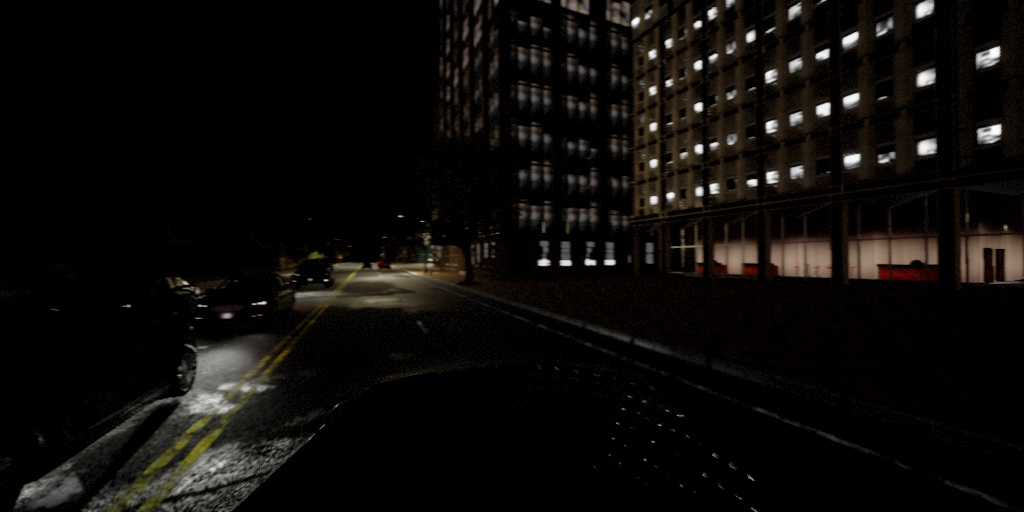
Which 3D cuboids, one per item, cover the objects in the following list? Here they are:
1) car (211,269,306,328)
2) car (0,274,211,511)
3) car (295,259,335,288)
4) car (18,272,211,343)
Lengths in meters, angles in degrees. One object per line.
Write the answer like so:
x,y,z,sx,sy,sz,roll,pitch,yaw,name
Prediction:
-8.513,1.354,11.840,2.128,1.511,4.902,0,0,-22,car
-5.101,1.134,3.370,2.097,1.767,4.553,0,-1,-22,car
-14.187,1.221,25.971,2.150,2.045,5.566,0,-1,-22,car
-11.795,1.360,11.288,2.128,1.511,4.902,0,0,-22,car
